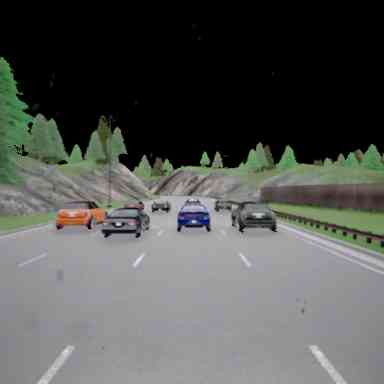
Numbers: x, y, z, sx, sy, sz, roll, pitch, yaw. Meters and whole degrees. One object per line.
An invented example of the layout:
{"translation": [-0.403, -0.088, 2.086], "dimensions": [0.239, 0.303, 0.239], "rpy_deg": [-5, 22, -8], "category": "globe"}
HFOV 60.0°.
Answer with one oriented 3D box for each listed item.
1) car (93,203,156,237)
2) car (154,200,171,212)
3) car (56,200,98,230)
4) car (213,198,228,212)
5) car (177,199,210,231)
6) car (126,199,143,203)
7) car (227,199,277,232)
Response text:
{"translation": [-3.399, 1.536, 17.894], "dimensions": [2.033, 1.411, 5.357], "rpy_deg": [0, 0, 0], "category": "car"}
{"translation": [-3.398, 1.578, 37.633], "dimensions": [1.895, 1.301, 4.718], "rpy_deg": [0, 0, 0], "category": "car"}
{"translation": [-6.899, 1.339, 21.278], "dimensions": [2.097, 1.767, 4.553], "rpy_deg": [0, 0, 0], "category": "car"}
{"translation": [3.602, 1.468, 39.069], "dimensions": [2.128, 1.511, 4.902], "rpy_deg": [0, 0, 0], "category": "car"}
{"translation": [0.102, 1.465, 20.711], "dimensions": [1.882, 1.535, 5.008], "rpy_deg": [0, 0, 0], "category": "car"}
{"translation": [-6.898, 1.540, 39.755], "dimensions": [1.994, 1.385, 4.181], "rpy_deg": [0, 0, 0], "category": "car"}
{"translation": [3.602, 1.340, 20.129], "dimensions": [2.097, 1.767, 4.553], "rpy_deg": [0, 0, 0], "category": "car"}
